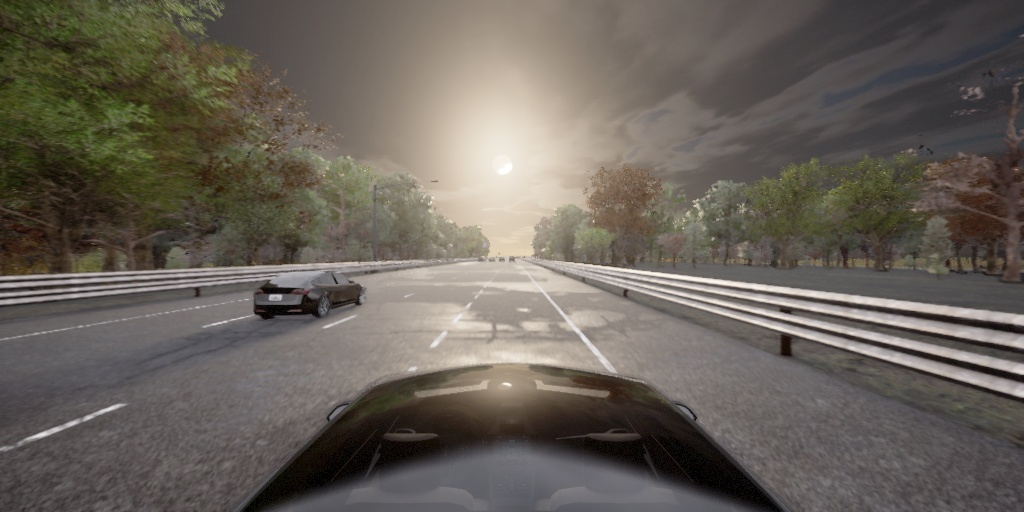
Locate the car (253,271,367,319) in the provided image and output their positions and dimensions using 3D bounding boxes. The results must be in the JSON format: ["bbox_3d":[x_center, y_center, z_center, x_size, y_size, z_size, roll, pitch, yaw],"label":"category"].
[{"bbox_3d":[-6.990,1.277,12.945,2.163,1.488,4.792,0,0,0],"label":"car"}]
